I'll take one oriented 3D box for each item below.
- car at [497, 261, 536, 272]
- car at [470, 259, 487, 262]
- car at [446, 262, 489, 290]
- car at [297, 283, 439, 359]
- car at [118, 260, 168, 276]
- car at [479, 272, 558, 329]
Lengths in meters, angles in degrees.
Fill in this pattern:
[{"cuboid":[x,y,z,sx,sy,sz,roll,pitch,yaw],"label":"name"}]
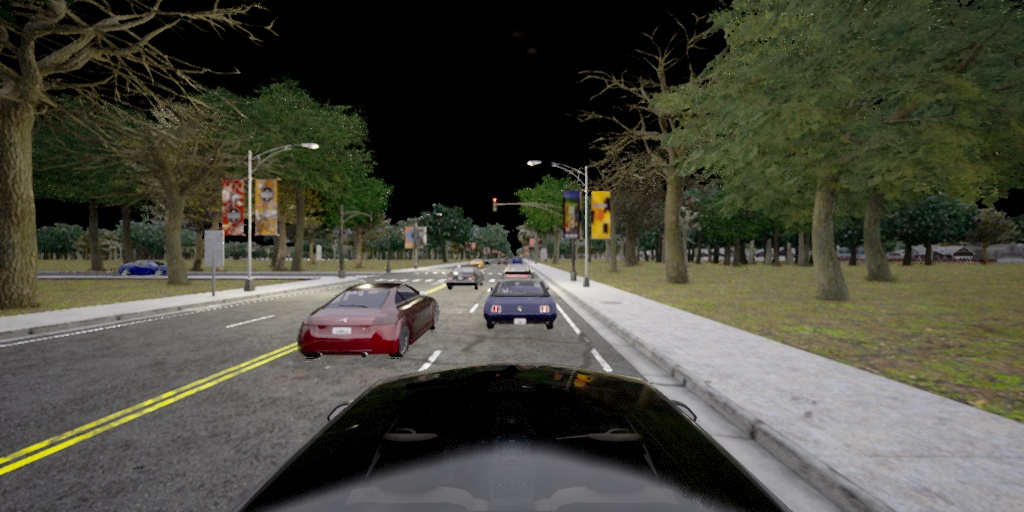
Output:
[{"cuboid":[0.375,1.233,21.192,2.128,1.511,4.902,0,0,2],"label":"car"},{"cuboid":[-5.712,1.220,58.571,1.882,1.535,5.008,0,0,1],"label":"car"},{"cuboid":[-2.836,1.289,22.455,2.033,1.411,5.357,0,0,1],"label":"car"},{"cuboid":[-3.044,1.311,8.449,1.994,1.385,4.181,0,0,0],"label":"car"},{"cuboid":[-33.941,1.185,33.767,5.008,1.535,1.882,0,0,1],"label":"car"},{"cuboid":[0.243,1.346,11.158,1.895,1.301,4.718,0,0,1],"label":"car"}]
